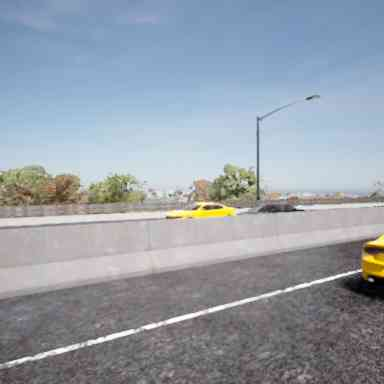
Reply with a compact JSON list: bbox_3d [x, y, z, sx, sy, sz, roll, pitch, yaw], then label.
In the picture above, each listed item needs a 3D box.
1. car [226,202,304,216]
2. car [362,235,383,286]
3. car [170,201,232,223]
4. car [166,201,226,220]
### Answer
[{"bbox_3d":[4.722,1.415,20.147,5.008,1.535,1.882,0,0,-35],"label":"car"},{"bbox_3d":[6.112,1.438,8.055,5.008,1.535,1.882,0,0,-35],"label":"car"},{"bbox_3d":[0.787,1.462,25.936,4.674,1.442,1.812,0,0,-35],"label":"car"},{"bbox_3d":[0.637,1.424,21.560,5.008,1.535,1.882,0,0,-35],"label":"car"}]
